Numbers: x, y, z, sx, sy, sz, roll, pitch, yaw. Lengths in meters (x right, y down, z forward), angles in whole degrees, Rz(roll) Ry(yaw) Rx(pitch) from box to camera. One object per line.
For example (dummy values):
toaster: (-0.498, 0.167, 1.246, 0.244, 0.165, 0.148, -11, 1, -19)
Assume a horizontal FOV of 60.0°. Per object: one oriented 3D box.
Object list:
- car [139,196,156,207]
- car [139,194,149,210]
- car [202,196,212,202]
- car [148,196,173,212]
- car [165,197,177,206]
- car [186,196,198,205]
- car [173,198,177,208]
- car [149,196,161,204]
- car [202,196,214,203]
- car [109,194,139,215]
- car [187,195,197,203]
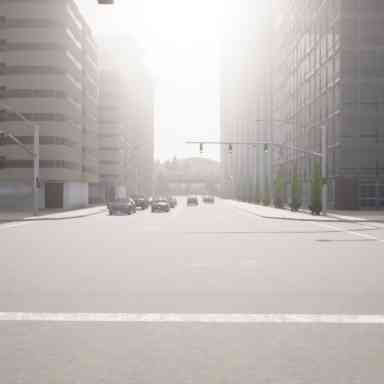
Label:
car: (-7.131, 1.500, 53.944, 2.128, 1.511, 4.902, 0, 0, 0)
car: (-7.131, 1.228, 43.984, 2.150, 2.045, 5.566, 0, 0, 0)
car: (3.442, 1.540, 76.122, 1.994, 1.385, 4.181, 0, 0, 0)
car: (-3.630, 1.511, 38.894, 1.837, 1.490, 4.892, 0, 0, 0)
car: (-3.623, 1.609, 57.867, 1.895, 1.301, 4.718, 0, 0, 0)
car: (0.055, 1.513, 58.610, 1.837, 1.490, 4.892, 0, 0, 0)
car: (-3.633, 1.359, 48.098, 2.097, 1.767, 4.553, 0, 0, 0)
car: (-7.095, 1.514, 64.383, 1.837, 1.490, 4.892, 0, 0, 0)
car: (3.449, 1.515, 67.454, 1.837, 1.490, 4.892, 0, 0, 0)
car: (-7.127, 1.357, 34.396, 2.097, 1.767, 4.553, 0, 0, 0)
car: (0.047, 1.488, 68.102, 1.882, 1.535, 5.008, 0, 0, 0)
